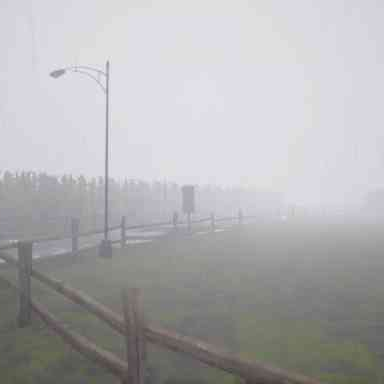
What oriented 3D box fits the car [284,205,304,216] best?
[{"bbox_3d":[15.193,2.662,49.155,1.882,1.535,5.008,-1,-2,36],"label":"car"}]
